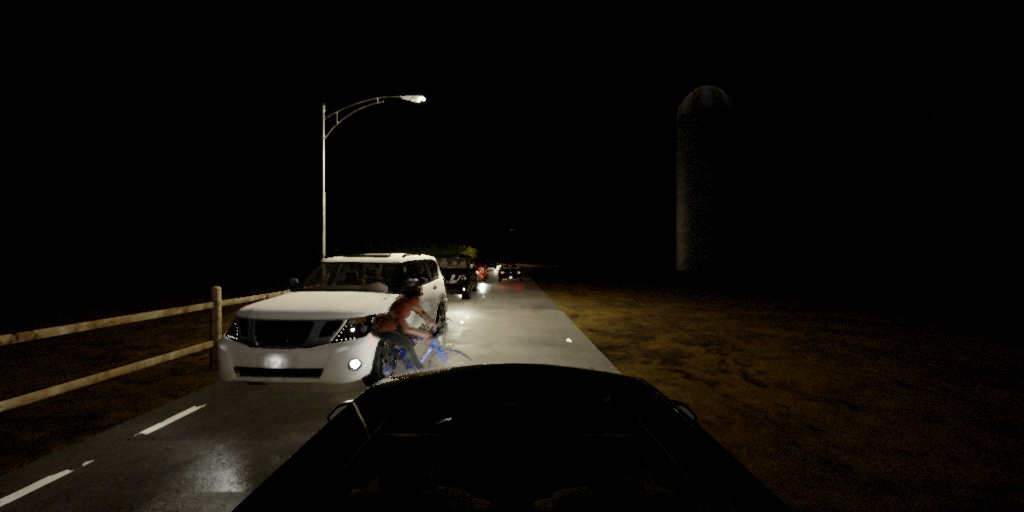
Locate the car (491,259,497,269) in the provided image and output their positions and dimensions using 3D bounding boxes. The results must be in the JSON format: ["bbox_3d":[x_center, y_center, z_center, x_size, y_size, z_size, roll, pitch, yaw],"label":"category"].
[{"bbox_3d":[-3.284,1.199,53.615,1.882,1.535,5.008,0,0,0],"label":"car"}]

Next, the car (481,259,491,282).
[{"bbox_3d":[-3.028,1.060,28.440,2.097,1.767,4.553,0,0,0],"label":"car"}]

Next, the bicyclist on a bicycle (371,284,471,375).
[{"bbox_3d":[-1.329,1.143,4.796,1.656,1.620,0.582,-3,21,12],"label":"bicyclist on a bicycle"}]

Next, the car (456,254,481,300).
[{"bbox_3d":[-2.976,0.935,17.727,2.150,2.045,5.566,0,1,-1],"label":"car"}]

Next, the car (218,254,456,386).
[{"bbox_3d":[-2.858,0.972,7.299,2.150,2.045,5.566,0,0,3],"label":"car"}]

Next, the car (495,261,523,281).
[{"bbox_3d":[-0.129,1.309,29.372,1.895,1.301,4.718,0,0,-1],"label":"car"}]
